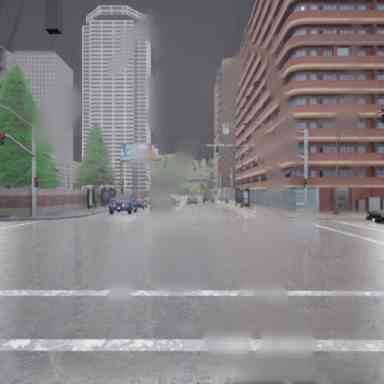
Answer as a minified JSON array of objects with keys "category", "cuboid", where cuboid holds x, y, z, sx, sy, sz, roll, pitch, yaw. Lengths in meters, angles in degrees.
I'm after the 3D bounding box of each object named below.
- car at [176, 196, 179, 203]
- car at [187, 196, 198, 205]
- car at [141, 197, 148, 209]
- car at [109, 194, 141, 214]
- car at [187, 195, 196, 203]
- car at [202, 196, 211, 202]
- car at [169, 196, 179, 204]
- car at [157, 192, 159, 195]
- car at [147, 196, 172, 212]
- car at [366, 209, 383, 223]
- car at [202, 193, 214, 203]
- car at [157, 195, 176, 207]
[{"category":"car","cuboid":[-3.663,1.553,57.053,2.033,1.411,5.357,0,0,0]},{"category":"car","cuboid":[0.022,1.554,59.638,2.033,1.411,5.357,0,0,-1]},{"category":"car","cuboid":[-7.163,1.552,45.435,2.033,1.411,5.357,0,0,0]},{"category":"car","cuboid":[-7.150,1.226,35.185,2.150,2.045,5.566,0,0,0]},{"category":"car","cuboid":[-0.025,1.485,70.725,1.882,1.535,5.008,0,0,0]},{"category":"car","cuboid":[3.391,1.585,78.234,1.895,1.301,4.718,0,0,0]},{"category":"car","cuboid":[-3.615,1.533,67.008,1.812,1.442,4.674,0,0,0]},{"category":"car","cuboid":[-7.134,1.359,64.773,2.097,1.767,4.553,0,0,0]},{"category":"car","cuboid":[-3.651,1.530,38.245,1.812,1.442,4.674,0,0,0]},{"category":"car","cuboid":[15.000,1.494,23.238,5.357,1.411,2.033,0,0,-12]},{"category":"car","cuboid":[3.405,1.229,68.667,2.150,2.045,5.566,0,0,0]},{"category":"car","cuboid":[-3.658,1.531,47.342,1.812,1.442,4.674,0,0,0]}]
